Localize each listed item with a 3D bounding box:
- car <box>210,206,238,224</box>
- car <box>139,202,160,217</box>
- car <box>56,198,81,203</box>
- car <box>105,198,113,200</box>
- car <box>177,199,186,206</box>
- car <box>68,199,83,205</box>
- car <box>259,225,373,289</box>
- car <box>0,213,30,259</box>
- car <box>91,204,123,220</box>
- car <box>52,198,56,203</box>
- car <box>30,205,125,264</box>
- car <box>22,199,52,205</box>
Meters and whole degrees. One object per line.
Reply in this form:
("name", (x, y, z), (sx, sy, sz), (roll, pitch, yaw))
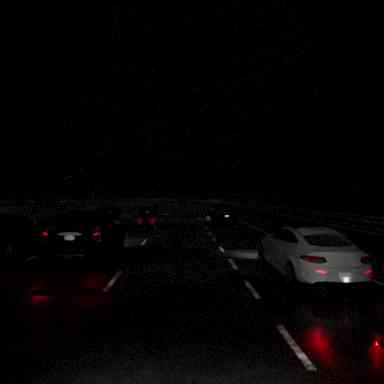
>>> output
("car", (2.679, 1.876, 28.091), (1.994, 1.385, 4.181), (1, 0, -2))
("car", (-4.576, 1.836, 35.909), (1.812, 1.442, 4.674), (1, 0, -2))
("car", (-23.021, 1.854, 62.213), (2.097, 1.767, 4.553), (0, -1, -1))
("car", (-20.065, 2.078, 80.412), (1.812, 1.442, 4.674), (1, -2, -2))
("car", (-2.650, 2.655, 83.245), (1.837, 1.490, 4.892), (1, -2, -2))
("car", (-26.969, 2.305, 77.143), (1.812, 1.442, 4.674), (1, -1, -2))
("car", (3.260, 1.667, 9.503), (1.812, 1.442, 4.674), (1, -1, -2))
("car", (-7.352, 1.564, 12.979), (1.882, 1.535, 5.008), (1, -1, -2))
("car", (-7.932, 1.847, 31.476), (1.895, 1.301, 4.718), (1, 0, -2))
("car", (-30.371, 2.133, 73.965), (1.837, 1.490, 4.892), (1, -1, -2))
("car", (-3.831, 1.462, 12.349), (2.097, 1.767, 4.553), (1, -1, -2))
("car", (-18.889, 1.695, 39.633), (1.882, 1.535, 5.008), (1, 0, -2))
